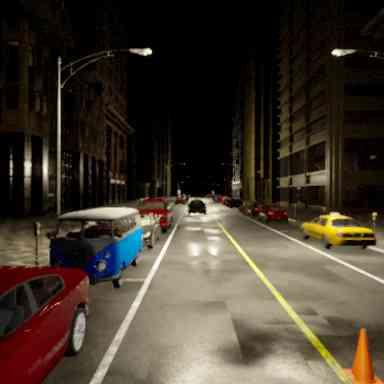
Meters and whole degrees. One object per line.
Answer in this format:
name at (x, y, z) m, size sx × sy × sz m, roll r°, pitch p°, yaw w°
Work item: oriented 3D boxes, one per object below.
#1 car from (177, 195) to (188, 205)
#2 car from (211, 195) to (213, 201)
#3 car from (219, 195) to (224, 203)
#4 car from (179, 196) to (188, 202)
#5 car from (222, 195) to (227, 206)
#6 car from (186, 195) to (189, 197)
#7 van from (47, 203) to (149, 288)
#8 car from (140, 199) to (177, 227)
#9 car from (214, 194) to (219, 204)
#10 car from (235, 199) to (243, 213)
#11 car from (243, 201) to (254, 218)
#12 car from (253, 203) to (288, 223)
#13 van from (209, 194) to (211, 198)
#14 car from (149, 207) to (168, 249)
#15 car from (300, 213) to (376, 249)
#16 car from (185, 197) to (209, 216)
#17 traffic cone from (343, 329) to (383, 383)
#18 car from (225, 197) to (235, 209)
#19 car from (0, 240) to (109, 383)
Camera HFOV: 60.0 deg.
car at (-2.150, 1.703, 59.509) m, size 1.802 × 1.307 × 4.206 m, roll 0°, pitch 0°, yaw 0°
car at (6.474, 1.775, 81.961) m, size 2.008 × 1.369 × 4.403 m, roll 0°, pitch 0°, yaw 0°
car at (6.376, 1.606, 59.487) m, size 1.967 × 1.590 × 4.097 m, roll 0°, pitch 0°, yaw 0°
car at (-2.051, 1.746, 81.983) m, size 1.947 × 1.339 × 4.313 m, roll 0°, pitch 0°, yaw 0°
car at (6.350, 1.696, 53.868) m, size 1.887 × 1.381 × 4.507 m, roll 0°, pitch 0°, yaw 0°
car at (-2.125, 1.702, 65.128) m, size 1.947 × 1.339 × 4.313 m, roll 0°, pitch 0°, yaw 0°
van at (-2.372, 1.347, 8.945) m, size 1.690 × 1.788 × 3.998 m, roll 0°, pitch 0°, yaw 0°
car at (-2.322, 1.344, 20.182) m, size 2.192 × 1.841 × 5.009 m, roll 0°, pitch 0°, yaw 0°
car at (6.426, 1.509, 70.724) m, size 2.192 × 1.841 × 5.009 m, roll 0°, pitch 0°, yaw 0°
car at (6.277, 1.634, 37.182) m, size 1.752 × 1.417 × 4.829 m, roll 0°, pitch 0°, yaw 0°
car at (6.251, 1.677, 31.393) m, size 1.802 × 1.307 × 4.206 m, roll 0°, pitch 0°, yaw 0°
car at (6.226, 1.666, 25.775) m, size 1.802 × 1.307 × 4.206 m, roll 0°, pitch 0°, yaw 0°
van at (6.525, 1.596, 93.199) m, size 1.690 × 1.788 × 3.998 m, roll 0°, pitch 0°, yaw 0°
car at (-2.348, 1.568, 14.562) m, size 2.008 × 1.369 × 4.403 m, roll 0°, pitch 0°, yaw 0°
car at (6.177, 1.587, 14.707) m, size 1.752 × 1.417 × 4.829 m, roll 0°, pitch 0°, yaw 0°
car at (0.500, 1.548, 33.847) m, size 1.882 × 1.535 × 5.008 m, roll 0°, pitch 0°, yaw 0°
traffic cone at (2.090, 1.975, 4.065) m, size 0.340 × 0.580 × 0.340 m, roll 0°, pitch 0°, yaw 0°
car at (6.325, 1.702, 48.249) m, size 1.947 × 1.339 × 4.313 m, roll 0°, pitch 0°, yaw 0°
car at (-2.398, 1.539, 3.326) m, size 1.887 × 1.381 × 4.507 m, roll 0°, pitch 0°, yaw 0°
